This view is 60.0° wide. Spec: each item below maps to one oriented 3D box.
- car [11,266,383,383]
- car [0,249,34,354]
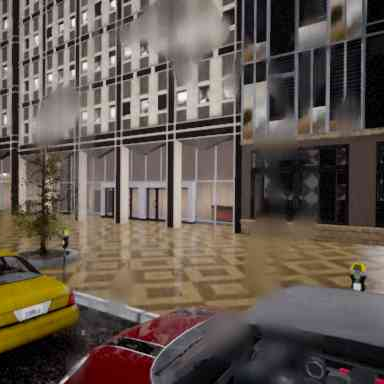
[{"bbox_3d":[0.810,1.440,2.287,4.097,1.590,1.967,0,1,36],"label":"car"},{"bbox_3d":[-3.954,1.523,5.687,4.829,1.417,1.752,0,1,36],"label":"car"}]
